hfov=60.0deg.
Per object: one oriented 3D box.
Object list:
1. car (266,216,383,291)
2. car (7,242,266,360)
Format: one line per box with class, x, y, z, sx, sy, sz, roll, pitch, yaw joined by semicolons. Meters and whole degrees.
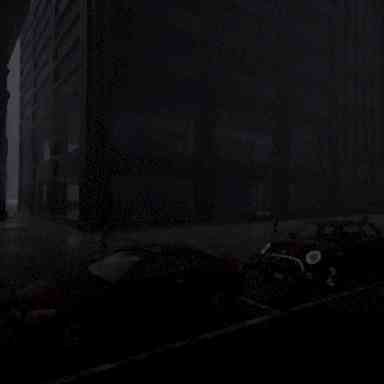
car;3.722;1.517;9.176;4.097;1.590;1.967;1;0;-35
car;-0.874;1.606;5.906;4.206;1.307;1.802;1;0;-35
